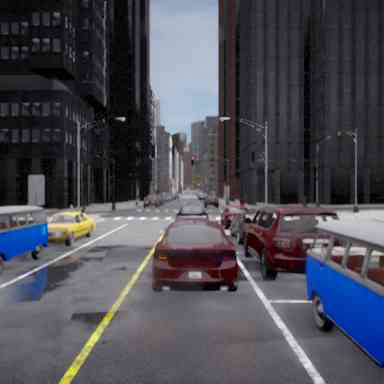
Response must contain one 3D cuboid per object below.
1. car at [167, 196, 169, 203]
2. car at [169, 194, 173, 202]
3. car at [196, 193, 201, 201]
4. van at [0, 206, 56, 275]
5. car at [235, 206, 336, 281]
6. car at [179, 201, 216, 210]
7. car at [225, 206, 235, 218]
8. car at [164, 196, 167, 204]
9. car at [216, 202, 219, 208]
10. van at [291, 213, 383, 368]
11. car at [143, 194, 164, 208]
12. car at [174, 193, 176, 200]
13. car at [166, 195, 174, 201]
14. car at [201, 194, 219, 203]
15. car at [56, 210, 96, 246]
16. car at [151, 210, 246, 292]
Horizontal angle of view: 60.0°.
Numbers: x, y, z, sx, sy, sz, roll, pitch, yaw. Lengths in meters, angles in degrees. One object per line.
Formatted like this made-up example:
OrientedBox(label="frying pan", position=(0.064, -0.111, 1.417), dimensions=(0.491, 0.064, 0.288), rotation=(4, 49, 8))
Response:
OrientedBox(label="car", position=(-5.744, 1.562, 59.179), dimensions=(1.947, 1.339, 4.313), rotation=(0, 0, 0))
OrientedBox(label="car", position=(-5.741, 1.574, 70.466), dimensions=(1.947, 1.339, 4.313), rotation=(0, 0, 0))
OrientedBox(label="car", position=(2.789, 1.583, 87.387), dimensions=(1.887, 1.381, 4.507), rotation=(0, 0, 0))
OrientedBox(label="van", position=(-5.764, 1.335, 9.804), dimensions=(1.690, 1.788, 3.998), rotation=(0, 0, 0))
OrientedBox(label="car", position=(2.765, 1.309, 9.789), dimensions=(2.192, 1.841, 5.009), rotation=(0, 0, 0))
OrientedBox(label="car", position=(0.010, 1.481, 19.390), dimensions=(2.128, 1.511, 4.902), rotation=(0, 0, 0))
OrientedBox(label="car", position=(2.767, 1.542, 15.314), dimensions=(2.008, 1.369, 4.403), rotation=(0, 0, 0))
OrientedBox(label="car", position=(-5.748, 1.308, 53.536), dimensions=(2.192, 1.841, 5.009), rotation=(0, 0, 0))
OrientedBox(label="car", position=(2.768, 1.534, 20.840), dimensions=(1.887, 1.381, 4.507), rotation=(0, 0, 0))
OrientedBox(label="van", position=(2.765, 1.338, 4.263), dimensions=(1.690, 1.788, 3.998), rotation=(0, 0, 0))
OrientedBox(label="car", position=(-5.749, 1.305, 47.893), dimensions=(2.192, 1.841, 5.009), rotation=(0, 0, 0))
OrientedBox(label="car", position=(-5.738, 1.572, 81.752), dimensions=(1.887, 1.381, 4.507), rotation=(0, 0, 0))
OrientedBox(label="car", position=(-5.736, 1.563, 87.226), dimensions=(1.752, 1.417, 4.829), rotation=(0, 0, 0))
OrientedBox(label="car", position=(2.775, 1.305, 47.880), dimensions=(2.192, 1.841, 5.009), rotation=(0, 0, 0))
OrientedBox(label="car", position=(-5.760, 1.517, 15.158), dimensions=(1.752, 1.417, 4.829), rotation=(0, 0, 0))
OrientedBox(label="car", position=(0.071, 1.472, 8.980), dimensions=(1.882, 1.535, 5.008), rotation=(0, 0, 0))
